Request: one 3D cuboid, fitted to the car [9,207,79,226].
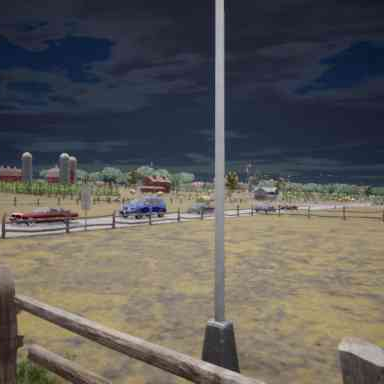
[{"bbox_3d":[-11.128,1.795,25.191,1.895,1.301,4.718,2,0,36],"label":"car"}]

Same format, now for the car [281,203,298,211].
[{"bbox_3d":[17.576,2.667,59.892,1.895,1.301,4.718,2,0,36],"label":"car"}]

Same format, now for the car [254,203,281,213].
[{"bbox_3d":[11.400,2.420,51.360,2.033,1.411,5.357,2,0,36],"label":"car"}]

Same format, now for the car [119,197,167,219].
[{"bbox_3d":[-4.848,1.592,33.843,2.150,2.045,5.566,2,0,34],"label":"car"}]

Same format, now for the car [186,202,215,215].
[{"bbox_3d":[1.240,2.053,42.282,1.837,1.490,4.892,2,0,36],"label":"car"}]
